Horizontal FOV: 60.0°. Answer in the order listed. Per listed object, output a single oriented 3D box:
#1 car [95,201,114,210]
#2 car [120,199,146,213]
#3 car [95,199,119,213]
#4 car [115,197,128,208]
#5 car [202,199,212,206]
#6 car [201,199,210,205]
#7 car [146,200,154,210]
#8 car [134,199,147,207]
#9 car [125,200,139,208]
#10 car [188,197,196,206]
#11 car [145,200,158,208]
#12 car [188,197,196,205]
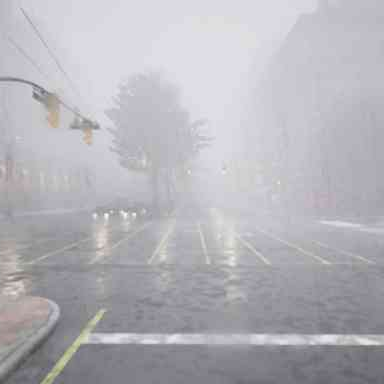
[{"bbox_3d":[-14.752,2.263,56.309,1.895,1.301,4.718,0,-1,0],"label":"car"},{"bbox_3d":[-8.090,2.094,46.003,2.033,1.411,5.357,0,-1,0],"label":"car"},{"bbox_3d":[-11.589,2.055,44.604,1.812,1.442,4.674,0,-1,0],"label":"car"},{"bbox_3d":[-11.540,1.863,54.020,2.150,2.045,5.566,0,-1,1],"label":"car"},{"bbox_3d":[3.496,2.503,76.473,1.895,1.301,4.718,0,-1,0],"label":"car"},{"bbox_3d":[3.496,2.540,85.506,2.128,1.511,4.902,0,-1,0],"label":"car"},{"bbox_3d":[-8.032,2.220,55.238,1.994,1.385,4.181,0,-1,1],"label":"car"},{"bbox_3d":[-11.504,2.405,74.132,2.128,1.511,4.902,0,-1,0],"label":"car"},{"bbox_3d":[-11.503,2.322,63.899,1.994,1.385,4.181,0,-1,0],"label":"car"},{"bbox_3d":[-0.004,2.433,75.296,2.033,1.411,5.357,0,-1,0],"label":"car"},{"bbox_3d":[-8.003,2.329,65.859,2.033,1.411,5.357,0,-1,0],"label":"car"},{"bbox_3d":[-0.004,2.240,85.540,2.150,2.045,5.566,0,-1,0],"label":"car"}]
